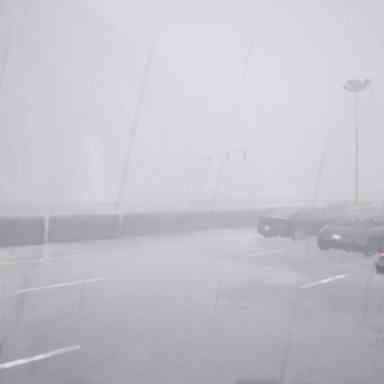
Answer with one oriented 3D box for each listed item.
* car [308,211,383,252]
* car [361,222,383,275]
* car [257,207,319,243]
[{"bbox_3d":[6.764,1.552,12.945,4.181,1.385,1.994,0,0,-35],"label":"car"},{"bbox_3d":[6.940,1.543,8.794,5.357,1.411,2.033,0,0,-35],"label":"car"},{"bbox_3d":[5.360,1.463,16.242,5.008,1.535,1.882,0,0,-35],"label":"car"}]
